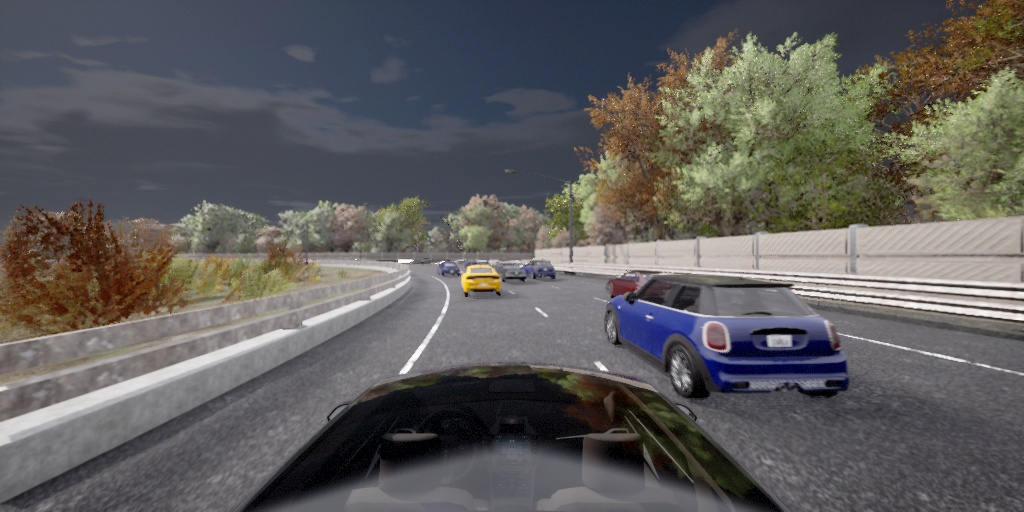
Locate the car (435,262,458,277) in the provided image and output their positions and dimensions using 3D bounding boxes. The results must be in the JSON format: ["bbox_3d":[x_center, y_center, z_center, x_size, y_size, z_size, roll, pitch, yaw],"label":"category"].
[{"bbox_3d":[-6.697,1.367,37.558,1.812,1.442,4.674,0,0,-20],"label":"car"}]

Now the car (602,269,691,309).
[{"bbox_3d":[5.788,1.347,16.068,1.994,1.385,4.181,0,0,-8],"label":"car"}]

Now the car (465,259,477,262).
[{"bbox_3d":[-7.353,1.259,64.082,2.097,1.767,4.553,0,0,-11],"label":"car"}]

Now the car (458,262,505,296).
[{"bbox_3d":[-1.836,1.273,20.014,1.882,1.535,5.008,0,0,-10],"label":"car"}]

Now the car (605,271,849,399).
[{"bbox_3d":[3.324,1.113,6.707,2.097,1.767,4.553,0,0,-3],"label":"car"}]

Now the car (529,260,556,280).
[{"bbox_3d":[2.233,1.177,32.648,2.097,1.767,4.553,0,0,-16],"label":"car"}]

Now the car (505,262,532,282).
[{"bbox_3d":[-0.340,1.366,29.370,2.033,1.411,5.357,0,0,-16],"label":"car"}]
